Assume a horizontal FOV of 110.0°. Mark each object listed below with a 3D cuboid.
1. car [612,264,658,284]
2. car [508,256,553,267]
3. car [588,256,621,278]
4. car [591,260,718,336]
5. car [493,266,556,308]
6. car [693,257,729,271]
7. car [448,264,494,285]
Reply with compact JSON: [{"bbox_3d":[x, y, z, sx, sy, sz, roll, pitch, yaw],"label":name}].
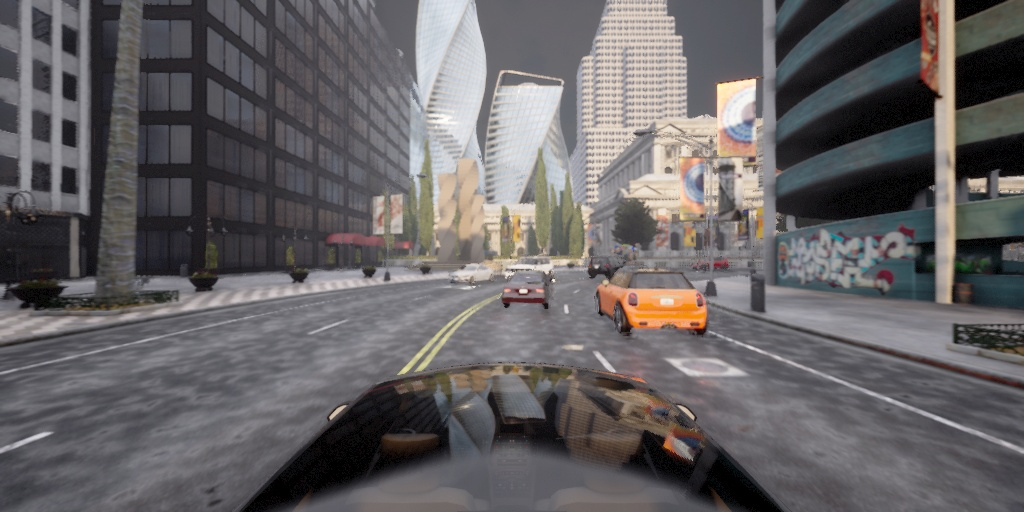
[{"bbox_3d":[10.038,1.369,28.884,2.033,1.411,5.357,0,0,36],"label":"car"},{"bbox_3d":[1.502,1.041,28.529,2.150,2.045,5.566,0,0,29],"label":"car"},{"bbox_3d":[9.045,1.054,33.155,2.150,2.045,5.566,0,0,40],"label":"car"},{"bbox_3d":[3.851,1.126,10.705,2.097,1.767,4.553,0,0,4],"label":"car"},{"bbox_3d":[0.820,1.333,15.513,2.033,1.411,5.357,0,0,9],"label":"car"},{"bbox_3d":[29.028,1.106,52.746,5.566,2.045,2.150,0,0,-11],"label":"car"},{"bbox_3d":[-2.935,1.341,27.130,1.812,1.442,4.674,0,0,25],"label":"car"}]
